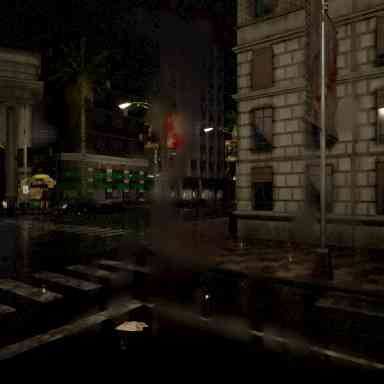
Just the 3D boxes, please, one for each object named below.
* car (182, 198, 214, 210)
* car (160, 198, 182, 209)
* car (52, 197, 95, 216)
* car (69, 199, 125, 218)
[{"bbox_3d":[1.063,1.564,44.042,1.994,1.385,4.181,0,0,38],"label":"car"},{"bbox_3d":[-2.092,1.548,45.776,2.033,1.411,5.357,0,0,37],"label":"car"},{"bbox_3d":[-11.423,1.352,32.971,2.097,1.767,4.553,0,0,36],"label":"car"},{"bbox_3d":[-8.594,1.601,30.921,1.895,1.301,4.718,0,0,36],"label":"car"}]
